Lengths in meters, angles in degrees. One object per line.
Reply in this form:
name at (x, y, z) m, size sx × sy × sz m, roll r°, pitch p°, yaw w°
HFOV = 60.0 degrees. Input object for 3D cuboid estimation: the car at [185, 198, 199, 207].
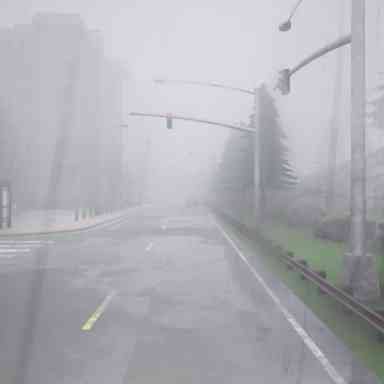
car at (0.019, 1.564, 50.591) m, size 1.994 × 1.385 × 4.181 m, roll 0°, pitch 0°, yaw 0°
